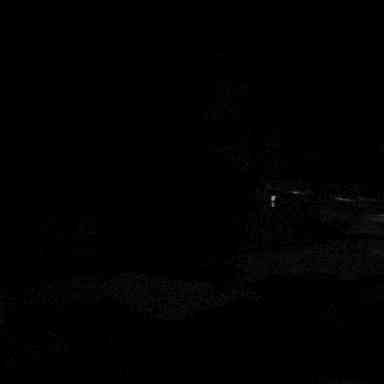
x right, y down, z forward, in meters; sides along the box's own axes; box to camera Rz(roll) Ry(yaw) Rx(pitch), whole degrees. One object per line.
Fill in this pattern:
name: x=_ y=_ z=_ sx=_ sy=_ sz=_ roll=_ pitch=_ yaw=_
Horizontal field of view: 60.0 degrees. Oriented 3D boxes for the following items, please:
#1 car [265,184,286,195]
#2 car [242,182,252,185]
car: x=10.998 y=-0.388 z=44.433 sx=1.812 sy=1.442 sz=4.674 roll=1 pitch=3 yaw=-3
car: x=10.181 y=-1.191 z=61.695 sx=1.895 sy=1.301 sz=4.718 roll=1 pitch=3 yaw=-3
